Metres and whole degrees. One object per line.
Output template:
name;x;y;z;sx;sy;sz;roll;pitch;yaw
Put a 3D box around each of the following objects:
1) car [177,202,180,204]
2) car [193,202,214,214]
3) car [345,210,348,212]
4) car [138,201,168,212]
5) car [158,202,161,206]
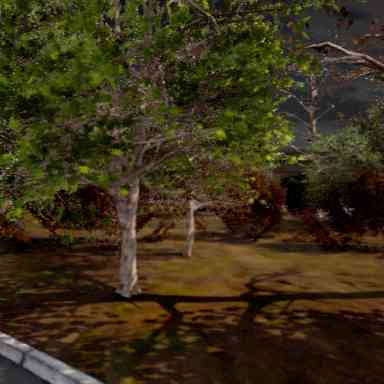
car;0.381;2.339;50.514;2.231;1.521;4.892;0;0;35
car;2.636;2.334;48.895;2.097;1.535;5.008;0;0;35
car;18.486;2.340;37.659;2.163;1.488;4.792;0;0;35
car;-6.423;2.382;55.312;2.163;1.488;4.792;0;0;35
car;-4.035;2.344;53.878;1.946;1.575;5.366;0;0;35
